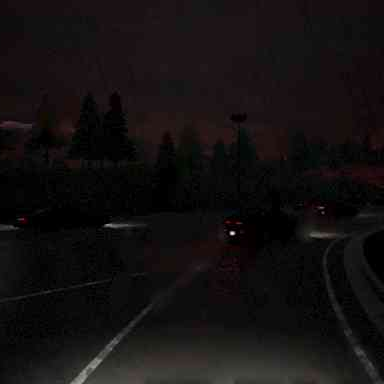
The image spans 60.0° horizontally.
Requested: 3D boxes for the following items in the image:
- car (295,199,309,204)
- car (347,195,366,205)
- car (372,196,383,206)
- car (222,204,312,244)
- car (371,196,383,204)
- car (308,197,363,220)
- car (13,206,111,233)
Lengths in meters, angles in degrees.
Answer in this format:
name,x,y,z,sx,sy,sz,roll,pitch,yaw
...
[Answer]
name,x,y,z,sx,sy,sz,roll,pitch,yaw
car,14.264,1.536,39.694,5.357,1.411,2.033,0,0,-42
car,27.790,1.335,56.665,4.553,1.767,2.097,0,0,-42
car,31.653,1.509,55.440,4.674,1.442,1.812,0,0,-42
car,3.509,1.499,15.792,4.892,1.490,1.837,0,0,-42
car,37.094,1.505,65.221,4.902,1.511,2.128,0,0,-42
car,12.424,1.483,28.586,4.902,1.511,2.128,0,0,-42
car,-7.610,1.542,19.890,5.357,1.411,2.033,0,0,-42
